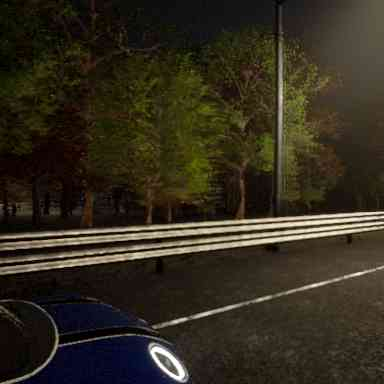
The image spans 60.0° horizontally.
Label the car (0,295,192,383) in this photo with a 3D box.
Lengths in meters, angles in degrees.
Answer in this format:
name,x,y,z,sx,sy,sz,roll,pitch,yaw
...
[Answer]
name,x,y,z,sx,sy,sz,roll,pitch,yaw
car,-2.173,1.348,2.204,4.553,1.767,2.097,1,0,-35
